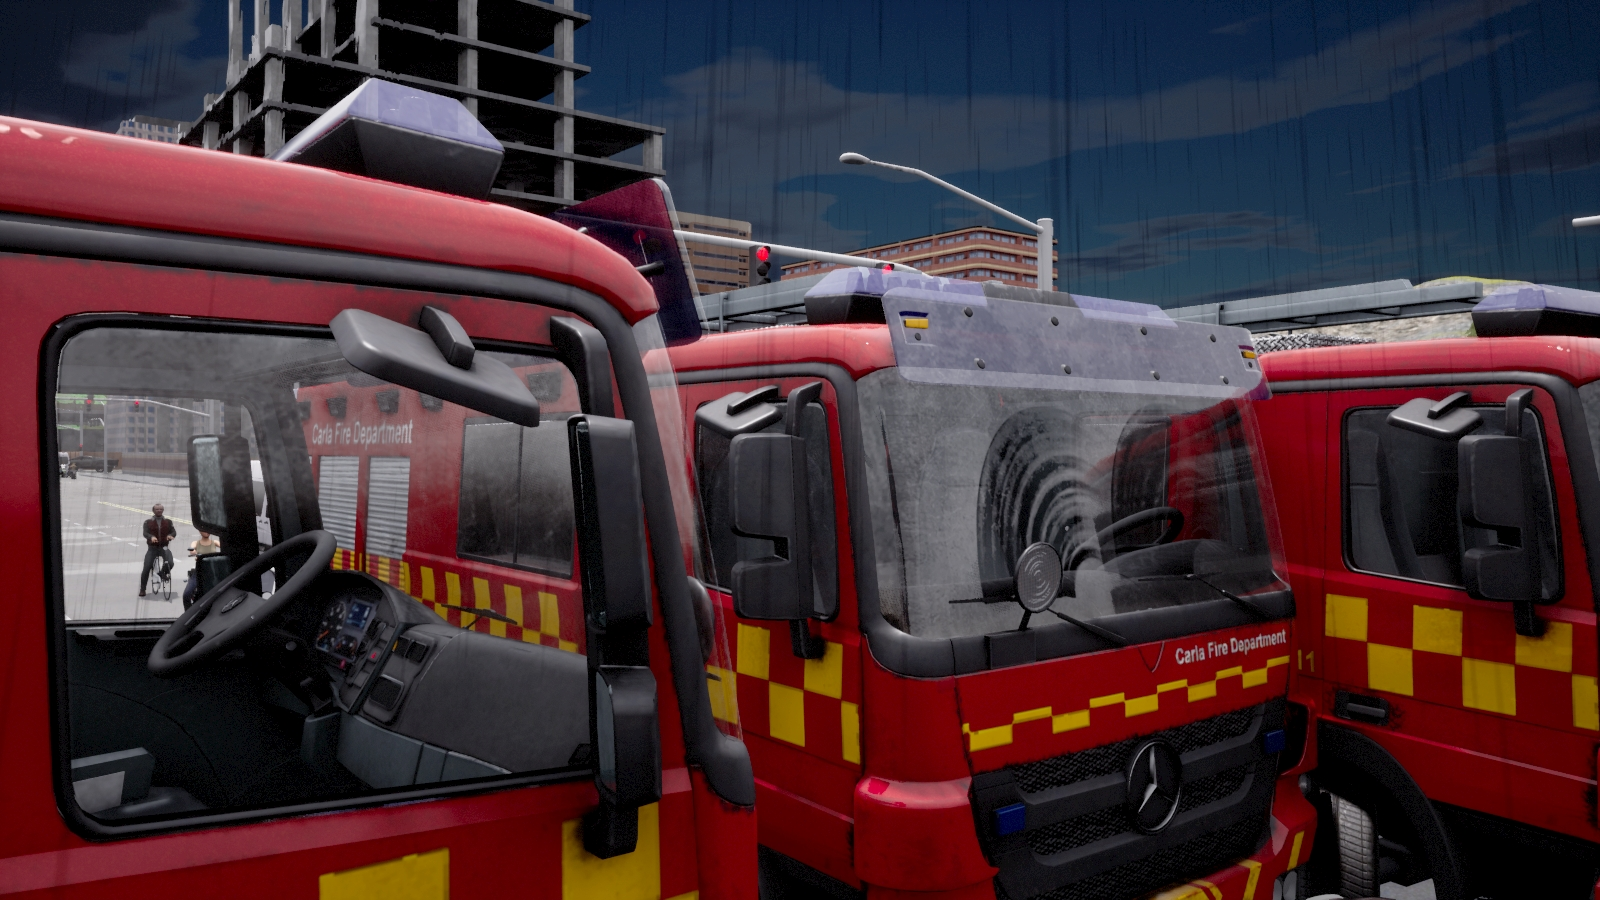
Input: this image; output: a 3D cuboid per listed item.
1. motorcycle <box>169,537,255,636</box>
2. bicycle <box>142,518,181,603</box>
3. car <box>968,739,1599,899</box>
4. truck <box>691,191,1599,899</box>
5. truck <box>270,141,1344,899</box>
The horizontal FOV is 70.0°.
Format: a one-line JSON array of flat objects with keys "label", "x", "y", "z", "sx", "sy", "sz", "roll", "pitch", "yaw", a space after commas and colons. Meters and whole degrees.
[{"label": "motorcycle", "x": -9.533, "y": 2.155, "z": 18.464, "sx": 0.764, "sy": 1.307, "sz": 2.356, "roll": 0, "pitch": 0, "yaw": -39}, {"label": "bicycle", "x": -12.095, "y": 2.060, "z": 21.614, "sx": 0.329, "sy": 1.471, "sz": 1.835, "roll": 0, "pitch": 0, "yaw": -39}, {"label": "car", "x": 2.437, "y": 2.065, "z": 3.109, "sx": 1.970, "sy": 1.475, "sz": 3.806, "roll": 0, "pitch": 0, "yaw": -30}, {"label": "truck", "x": 2.348, "y": 0.890, "z": 8.605, "sx": 2.891, "sy": 3.827, "sz": 8.468, "roll": 0, "pitch": 0, "yaw": -31}, {"label": "truck", "x": -1.099, "y": 0.890, "z": 8.003, "sx": 2.891, "sy": 3.827, "sz": 8.468, "roll": 0, "pitch": 0, "yaw": -38}]
